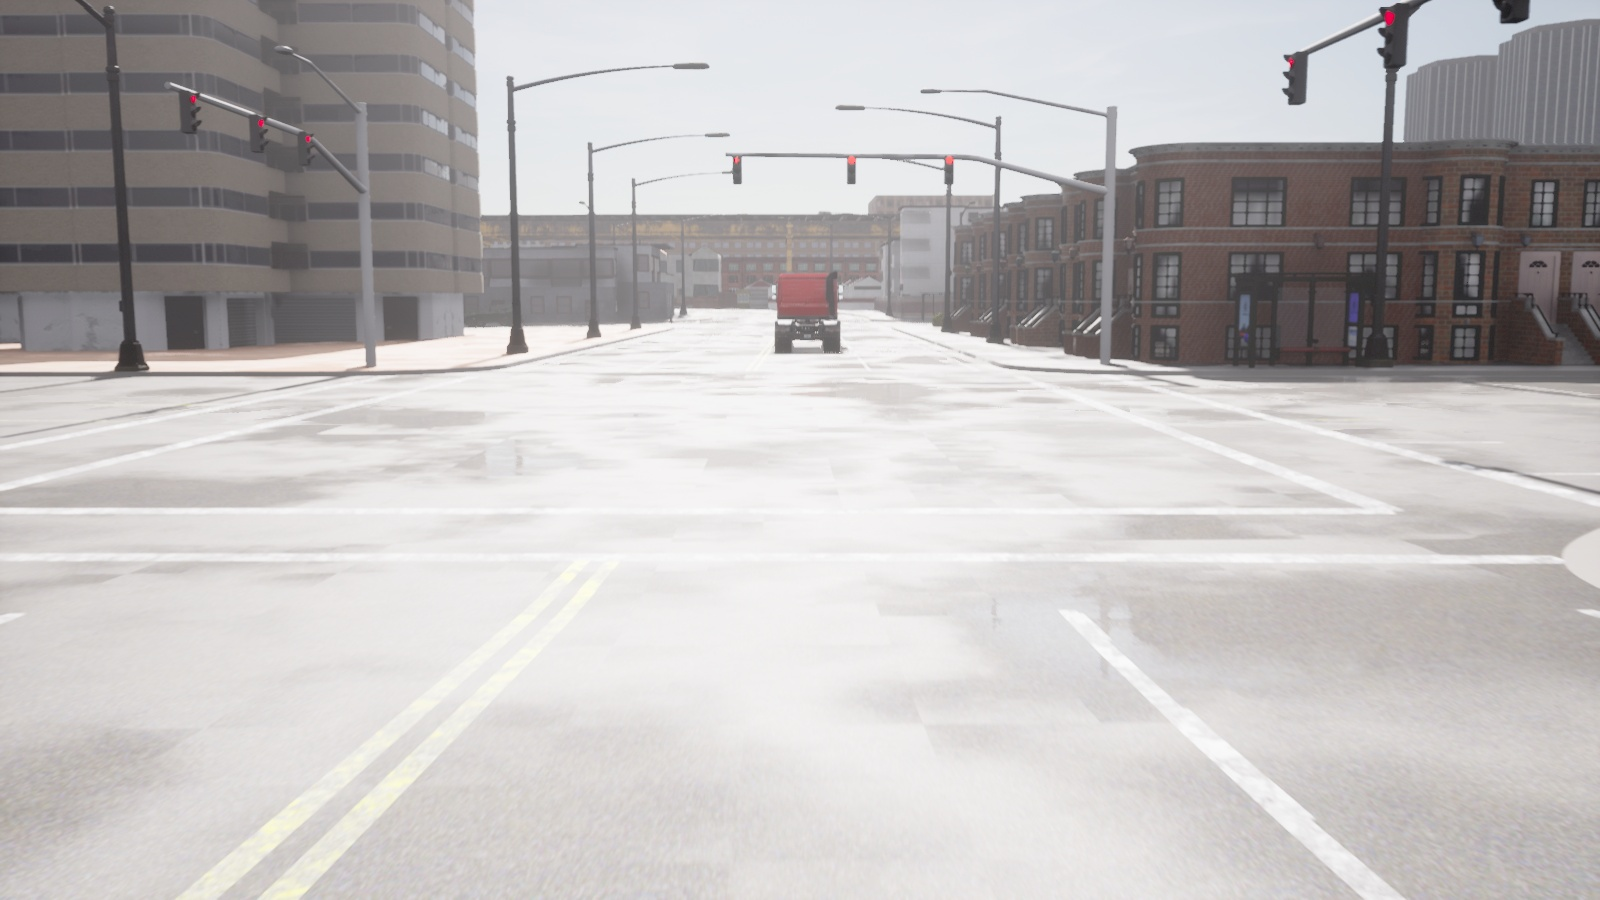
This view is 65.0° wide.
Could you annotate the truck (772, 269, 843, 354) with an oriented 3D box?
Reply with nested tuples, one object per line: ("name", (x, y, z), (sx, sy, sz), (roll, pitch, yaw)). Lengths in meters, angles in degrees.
("truck", (0.333, -6.119, 55.227), (2.891, 3.462, 7.936), (0, 7, 0))
